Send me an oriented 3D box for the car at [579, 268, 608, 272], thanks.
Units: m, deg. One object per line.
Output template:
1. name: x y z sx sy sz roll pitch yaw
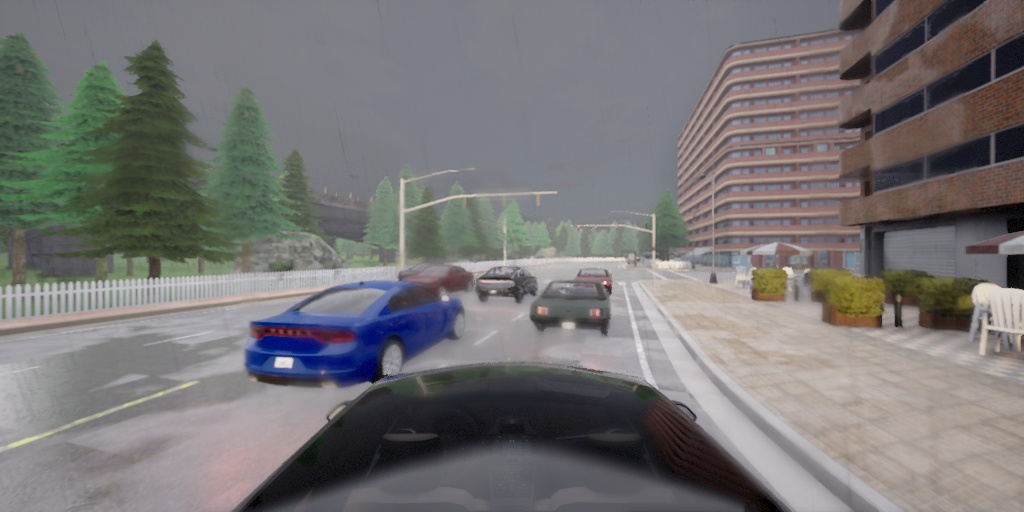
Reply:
1. car: 4.489 1.303 19.594 1.895 1.301 4.718 0 0 16

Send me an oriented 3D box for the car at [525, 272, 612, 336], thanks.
1. car: 1.902 1.327 10.485 1.895 1.301 4.718 0 0 15

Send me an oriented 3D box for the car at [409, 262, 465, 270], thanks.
1. car: -3.516 1.168 17.706 1.882 1.535 5.008 0 0 17

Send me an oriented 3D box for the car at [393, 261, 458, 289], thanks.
1. car: -5.463 1.146 23.390 1.882 1.535 5.008 0 0 17

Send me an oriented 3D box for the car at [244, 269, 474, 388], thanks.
1. car: -2.441 1.205 7.019 1.882 1.535 5.008 0 0 11

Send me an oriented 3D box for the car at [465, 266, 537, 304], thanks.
1. car: -0.075 1.194 16.214 2.128 1.511 4.902 0 0 15
